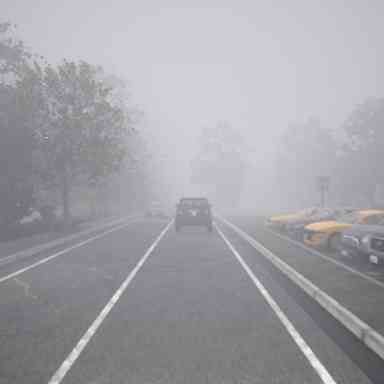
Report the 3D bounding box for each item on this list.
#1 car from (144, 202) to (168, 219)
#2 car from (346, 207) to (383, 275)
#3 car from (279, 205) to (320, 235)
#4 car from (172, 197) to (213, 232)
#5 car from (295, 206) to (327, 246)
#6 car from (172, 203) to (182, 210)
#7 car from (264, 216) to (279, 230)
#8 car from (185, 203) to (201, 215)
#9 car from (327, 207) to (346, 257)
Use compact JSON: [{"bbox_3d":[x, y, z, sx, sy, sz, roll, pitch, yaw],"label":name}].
[{"bbox_3d":[-3.349,1.772,31.810,1.837,1.490,4.892,0,-1,0],"label":"car"},{"bbox_3d":[7.050,1.231,7.846,5.566,2.045,2.435,0,0,0],"label":"car"},{"bbox_3d":[7.088,1.504,16.167,4.892,1.521,2.231,0,0,0],"label":"car"},{"bbox_3d":[0.101,1.310,20.689,2.150,2.045,5.566,0,-1,0],"label":"car"},{"bbox_3d":[7.088,1.489,13.395,5.008,1.535,2.097,0,0,0],"label":"car"},{"bbox_3d":[-3.253,3.145,72.432,1.895,1.301,4.718,0,-2,0],"label":"car"},{"bbox_3d":[6.899,1.522,18.936,5.366,1.575,1.946,0,0,0],"label":"car"},{"bbox_3d":[0.098,2.088,42.173,1.994,1.385,4.181,0,-2,0],"label":"car"},{"bbox_3d":[7.111,1.357,10.618,4.553,1.767,2.185,0,0,0],"label":"car"}]
